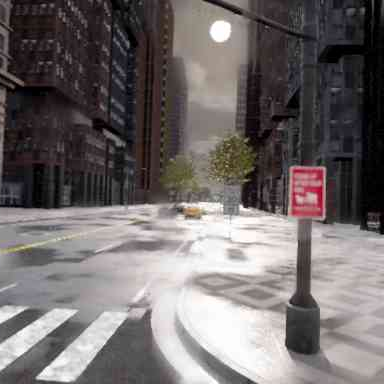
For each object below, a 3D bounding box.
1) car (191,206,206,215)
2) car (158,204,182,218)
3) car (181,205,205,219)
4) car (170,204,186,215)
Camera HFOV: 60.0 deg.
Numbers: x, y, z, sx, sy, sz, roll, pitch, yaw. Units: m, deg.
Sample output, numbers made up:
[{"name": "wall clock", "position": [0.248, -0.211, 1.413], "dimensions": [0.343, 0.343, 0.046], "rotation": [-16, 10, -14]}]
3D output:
[{"name": "car", "position": [1.062, 2.916, 52.811], "dimensions": [1.895, 1.301, 4.718], "rotation": [2, -1, 5]}, {"name": "car", "position": [-3.058, 2.423, 42.419], "dimensions": [2.128, 1.511, 4.902], "rotation": [2, -1, 6]}, {"name": "car", "position": [0.173, 2.509, 42.069], "dimensions": [1.882, 1.535, 5.008], "rotation": [2, -1, 5]}, {"name": "car", "position": [-2.188, 2.686, 52.897], "dimensions": [1.882, 1.535, 5.008], "rotation": [2, -1, 5]}]
